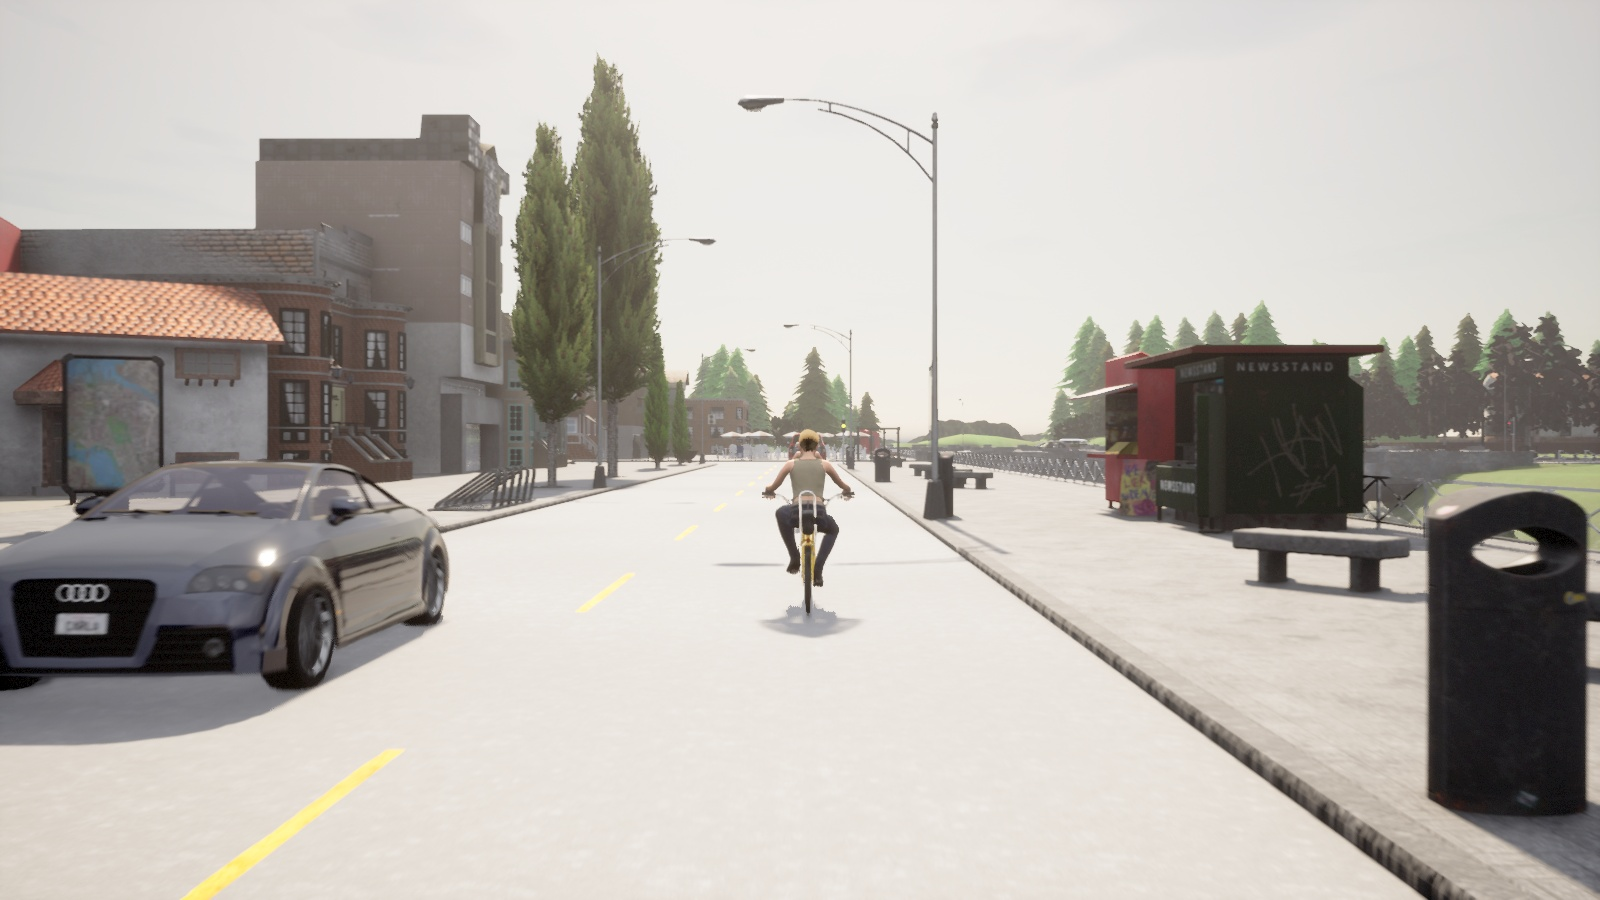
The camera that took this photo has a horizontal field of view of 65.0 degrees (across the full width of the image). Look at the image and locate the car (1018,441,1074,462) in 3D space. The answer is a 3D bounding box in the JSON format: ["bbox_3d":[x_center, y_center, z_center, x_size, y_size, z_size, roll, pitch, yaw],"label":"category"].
[{"bbox_3d":[18.927,0.115,96.666,3.988,1.617,1.851,0,0,1],"label":"car"}]

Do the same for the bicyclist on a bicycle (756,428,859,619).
[{"bbox_3d":[0.074,0.619,11.374,0.866,1.612,1.509,0,0,1],"label":"bicyclist on a bicycle"}]

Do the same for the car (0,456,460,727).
[{"bbox_3d":[-3.936,0.758,8.732,1.994,1.385,4.181,0,0,0],"label":"car"}]

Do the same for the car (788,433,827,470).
[{"bbox_3d":[0.416,0.060,72.044,2.150,2.045,5.566,0,0,0],"label":"car"}]
